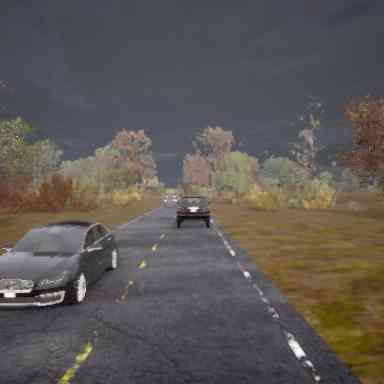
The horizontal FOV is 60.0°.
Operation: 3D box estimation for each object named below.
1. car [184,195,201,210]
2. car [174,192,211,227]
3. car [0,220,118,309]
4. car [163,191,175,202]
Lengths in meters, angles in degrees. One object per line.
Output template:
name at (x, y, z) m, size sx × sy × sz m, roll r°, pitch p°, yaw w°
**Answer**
car at (0.091, 1.333, 42.545) m, size 2.097 × 1.767 × 4.553 m, roll 0°, pitch 0°, yaw 0°
car at (0.107, 1.216, 22.838) m, size 2.150 × 2.045 × 5.566 m, roll 0°, pitch 0°, yaw 0°
car at (-3.103, 1.504, 8.100) m, size 1.837 × 1.490 × 4.892 m, roll 0°, pitch 0°, yaw 0°
car at (-3.009, 0.854, 49.155) m, size 2.150 × 2.045 × 5.566 m, roll 0°, pitch 0°, yaw 0°
